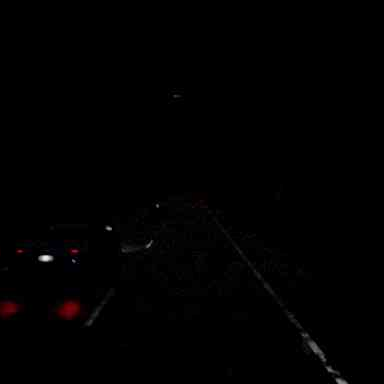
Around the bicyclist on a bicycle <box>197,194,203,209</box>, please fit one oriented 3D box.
[{"bbox_3d":[0.968,1.131,39.790,0.659,1.776,1.843,0,1,0],"label":"bicyclist on a bicycle"}]

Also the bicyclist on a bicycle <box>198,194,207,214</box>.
[{"bbox_3d":[0.942,1.250,30.772,0.866,1.612,1.509,0,0,0],"label":"bicyclist on a bicycle"}]

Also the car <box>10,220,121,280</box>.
[{"bbox_3d":[-3.399,1.504,9.744,1.994,1.385,4.181,0,0,0],"label":"car"}]

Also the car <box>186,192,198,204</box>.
[{"bbox_3d":[0.082,1.229,55.887,1.994,1.385,4.181,0,0,0],"label":"car"}]

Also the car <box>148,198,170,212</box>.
[{"bbox_3d":[-3.400,1.352,35.002,1.994,1.385,4.181,0,0,0],"label":"car"}]
